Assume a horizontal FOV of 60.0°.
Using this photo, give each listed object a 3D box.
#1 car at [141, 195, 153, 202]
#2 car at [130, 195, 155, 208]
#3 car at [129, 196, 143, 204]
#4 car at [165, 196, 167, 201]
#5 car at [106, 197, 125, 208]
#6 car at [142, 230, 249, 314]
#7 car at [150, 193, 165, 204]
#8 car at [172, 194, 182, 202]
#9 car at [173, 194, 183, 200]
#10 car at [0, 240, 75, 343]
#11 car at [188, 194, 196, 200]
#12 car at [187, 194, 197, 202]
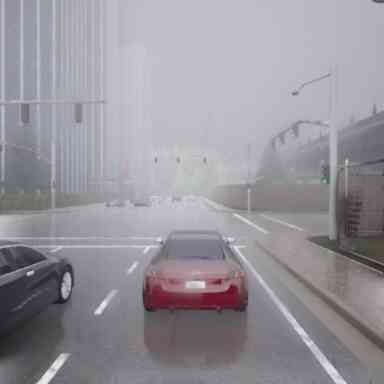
[{"bbox_3d":[-10.519,1.462,77.681,2.033,1.411,5.357,0,0,0],"label":"car"},{"bbox_3d":[-7.100,1.521,48.007,2.033,1.411,5.357,0,0,0],"label":"car"},{"bbox_3d":[-10.558,1.470,63.352,1.837,1.490,4.892,0,0,1],"label":"car"},{"bbox_3d":[-7.019,1.418,78.515,1.837,1.490,4.892,0,0,0],"label":"car"},{"bbox_3d":[-10.603,1.466,46.422,2.128,1.511,4.902,0,0,0],"label":"car"},{"bbox_3d":[0.070,1.560,7.708,1.994,1.385,4.181,0,0,0],"label":"car"},{"bbox_3d":[-7.056,1.187,63.661,2.150,2.045,5.566,0,0,1],"label":"car"},{"bbox_3d":[-3.518,1.455,74.298,1.837,1.490,4.892,0,0,0],"label":"car"},{"bbox_3d":[-3.521,1.340,84.722,2.128,1.511,4.902,0,0,0],"label":"car"},{"bbox_3d":[-3.443,1.502,5.251,1.837,1.490,4.892,0,0,0],"label":"car"},{"bbox_3d":[-0.021,1.315,84.723,1.837,1.490,4.892,0,0,0],"label":"car"},{"bbox_3d":[-0.018,1.478,74.613,1.812,1.442,4.674,0,0,0],"label":"car"}]
